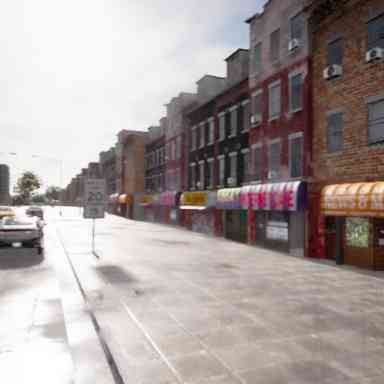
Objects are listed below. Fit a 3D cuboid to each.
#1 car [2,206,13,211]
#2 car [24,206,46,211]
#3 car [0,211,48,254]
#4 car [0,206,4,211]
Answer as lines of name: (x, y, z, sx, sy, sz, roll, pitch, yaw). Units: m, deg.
car: (-18.609, 2.118, 32.464, 1.882, 1.535, 5.008, 2, -1, -24)
car: (-17.567, 2.294, 37.174, 1.837, 1.490, 4.892, 2, -1, -24)
car: (-7.548, 1.808, 14.707, 2.128, 1.511, 4.902, 2, -2, -24)
car: (-14.071, 1.929, 22.160, 1.837, 1.490, 4.892, 2, -2, -24)
